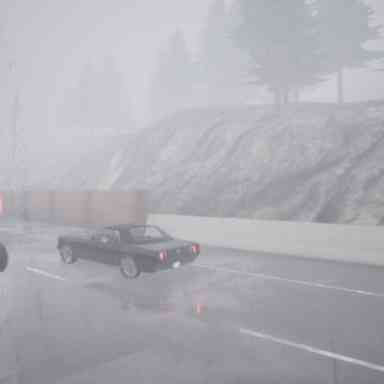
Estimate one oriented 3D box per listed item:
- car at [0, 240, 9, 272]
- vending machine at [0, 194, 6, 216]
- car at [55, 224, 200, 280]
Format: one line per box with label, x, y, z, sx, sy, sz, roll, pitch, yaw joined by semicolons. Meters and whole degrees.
car;-7.090;1.581;9.693;4.181;1.385;1.994;0;0;39
vending machine;-19.134;1.257;32.903;1.100;2.100;0.880;0;0;-42
car;-2.149;1.626;10.142;4.718;1.301;1.895;0;0;38
